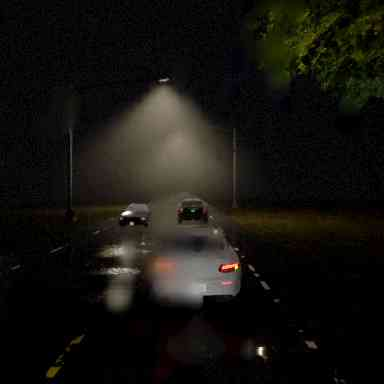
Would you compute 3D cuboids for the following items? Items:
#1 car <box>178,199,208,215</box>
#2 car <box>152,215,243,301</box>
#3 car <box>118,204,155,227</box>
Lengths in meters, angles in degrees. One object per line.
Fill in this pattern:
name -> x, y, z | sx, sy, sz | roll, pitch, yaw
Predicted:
car -> 0.059, 1.300, 24.793 | 2.097, 1.767, 4.553 | 0, 0, 0
car -> 0.103, 1.524, 8.181 | 1.812, 1.442, 4.674 | 0, 0, 0
car -> -3.629, 1.507, 22.682 | 2.033, 1.411, 5.357 | 0, 0, 0
